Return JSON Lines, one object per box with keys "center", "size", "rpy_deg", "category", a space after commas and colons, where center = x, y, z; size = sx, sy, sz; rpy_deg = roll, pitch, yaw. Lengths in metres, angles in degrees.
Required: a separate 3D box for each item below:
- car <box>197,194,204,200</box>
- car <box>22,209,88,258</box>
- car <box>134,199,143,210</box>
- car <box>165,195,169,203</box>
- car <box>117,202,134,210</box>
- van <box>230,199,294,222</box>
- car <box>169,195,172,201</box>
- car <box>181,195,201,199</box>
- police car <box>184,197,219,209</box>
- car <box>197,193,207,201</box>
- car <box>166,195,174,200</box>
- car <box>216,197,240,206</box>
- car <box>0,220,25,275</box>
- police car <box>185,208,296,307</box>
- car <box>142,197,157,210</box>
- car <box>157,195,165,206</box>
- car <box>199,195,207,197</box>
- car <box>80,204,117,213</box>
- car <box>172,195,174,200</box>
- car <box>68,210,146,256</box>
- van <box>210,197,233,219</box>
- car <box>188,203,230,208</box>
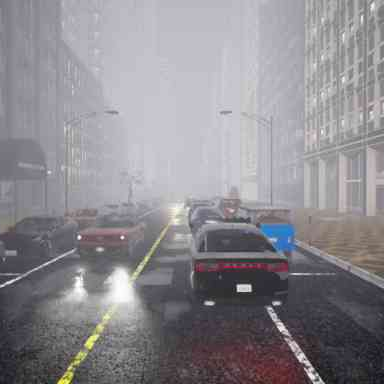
{"center": [2.390, 1.414, 92.327], "size": [1.967, 1.590, 4.097], "rpy_deg": [-1, 0, 0], "category": "car"}
{"center": [-5.737, 1.563, 12.730], "size": [1.947, 1.339, 4.313], "rpy_deg": [-1, 0, 0], "category": "car"}
{"center": [-5.791, 1.575, 29.781], "size": [1.802, 1.307, 4.206], "rpy_deg": [-1, 0, 0], "category": "car"}
{"center": [-5.899, 1.566, 63.882], "size": [1.802, 1.307, 4.206], "rpy_deg": [-1, 0, 0], "category": "car"}
{"center": [-5.774, 1.545, 24.097], "size": [2.008, 1.369, 4.403], "rpy_deg": [-1, 0, 0], "category": "car"}
{"center": [2.641, 1.338, 12.757], "size": [1.690, 1.788, 3.998], "rpy_deg": [-1, 0, 0], "category": "van"}
{"center": [-5.918, 1.422, 69.566], "size": [1.967, 1.590, 4.097], "rpy_deg": [-1, 0, 0], "category": "car"}
{"center": [-0.131, 1.537, 45.221], "size": [2.033, 1.411, 5.357], "rpy_deg": [0, 0, 0], "category": "car"}
{"center": [0.691, 1.419, 24.231], "size": [1.930, 1.638, 5.238], "rpy_deg": [0, 0, 1], "category": "police car"}
{"center": [2.425, 1.293, 80.961], "size": [2.192, 1.841, 5.009], "rpy_deg": [-1, 0, 0], "category": "car"}
{"center": [-5.990, 1.540, 92.301], "size": [1.947, 1.339, 4.313], "rpy_deg": [-1, 0, 0], "category": "car"}
{"center": [2.605, 1.309, 24.124], "size": [2.192, 1.841, 5.009], "rpy_deg": [-1, 0, 0], "category": "car"}
{"center": [-5.720, 1.549, 7.047], "size": [2.008, 1.369, 4.403], "rpy_deg": [-1, 0, 0], "category": "car"}
{"center": [0.874, 1.423, 8.207], "size": [1.930, 1.638, 5.238], "rpy_deg": [0, 0, 0], "category": "police car"}
{"center": [-5.828, 1.541, 41.148], "size": [2.008, 1.369, 4.403], "rpy_deg": [-1, 0, 0], "category": "car"}
{"center": [-5.863, 1.538, 52.515], "size": [2.008, 1.369, 4.403], "rpy_deg": [-1, 0, 0], "category": "car"}
{"center": [2.517, 1.538, 52.542], "size": [2.008, 1.369, 4.403], "rpy_deg": [-1, 0, 0], "category": "car"}
{"center": [-5.755, 1.540, 18.414], "size": [1.887, 1.381, 4.507], "rpy_deg": [-1, 0, 0], "category": "car"}
{"center": [-5.953, 1.504, 80.764], "size": [1.752, 1.417, 4.829], "rpy_deg": [-1, 0, 0], "category": "car"}
{"center": [-3.039, 1.598, 13.212], "size": [1.895, 1.301, 4.718], "rpy_deg": [0, 0, 0], "category": "car"}
{"center": [2.587, 1.334, 29.808], "size": [1.690, 1.788, 3.998], "rpy_deg": [-1, 0, 0], "category": "van"}
{"center": [0.843, 1.522, 18.098], "size": [1.812, 1.442, 4.674], "rpy_deg": [0, 0, 0], "category": "car"}
